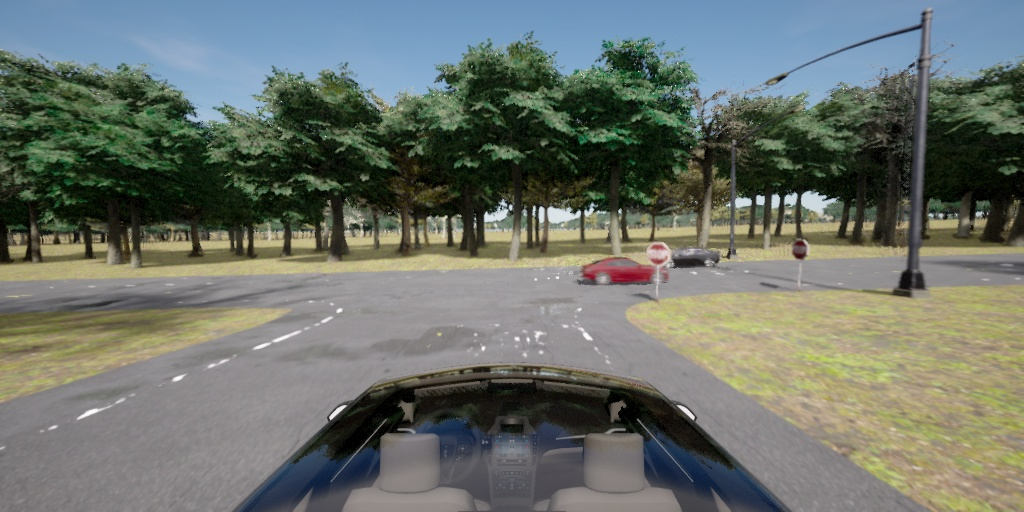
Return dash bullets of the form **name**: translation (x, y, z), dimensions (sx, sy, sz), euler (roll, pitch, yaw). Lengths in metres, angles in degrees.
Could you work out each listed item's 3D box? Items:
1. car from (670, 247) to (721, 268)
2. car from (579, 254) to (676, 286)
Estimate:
- **car**: translation (12.674, 0.149, 26.424), dimensions (4.902, 1.511, 2.128), euler (-2, 4, 0)
- **car**: translation (6.006, 0.784, 19.424), dimensions (4.674, 1.442, 1.812), euler (-1, 4, 0)
